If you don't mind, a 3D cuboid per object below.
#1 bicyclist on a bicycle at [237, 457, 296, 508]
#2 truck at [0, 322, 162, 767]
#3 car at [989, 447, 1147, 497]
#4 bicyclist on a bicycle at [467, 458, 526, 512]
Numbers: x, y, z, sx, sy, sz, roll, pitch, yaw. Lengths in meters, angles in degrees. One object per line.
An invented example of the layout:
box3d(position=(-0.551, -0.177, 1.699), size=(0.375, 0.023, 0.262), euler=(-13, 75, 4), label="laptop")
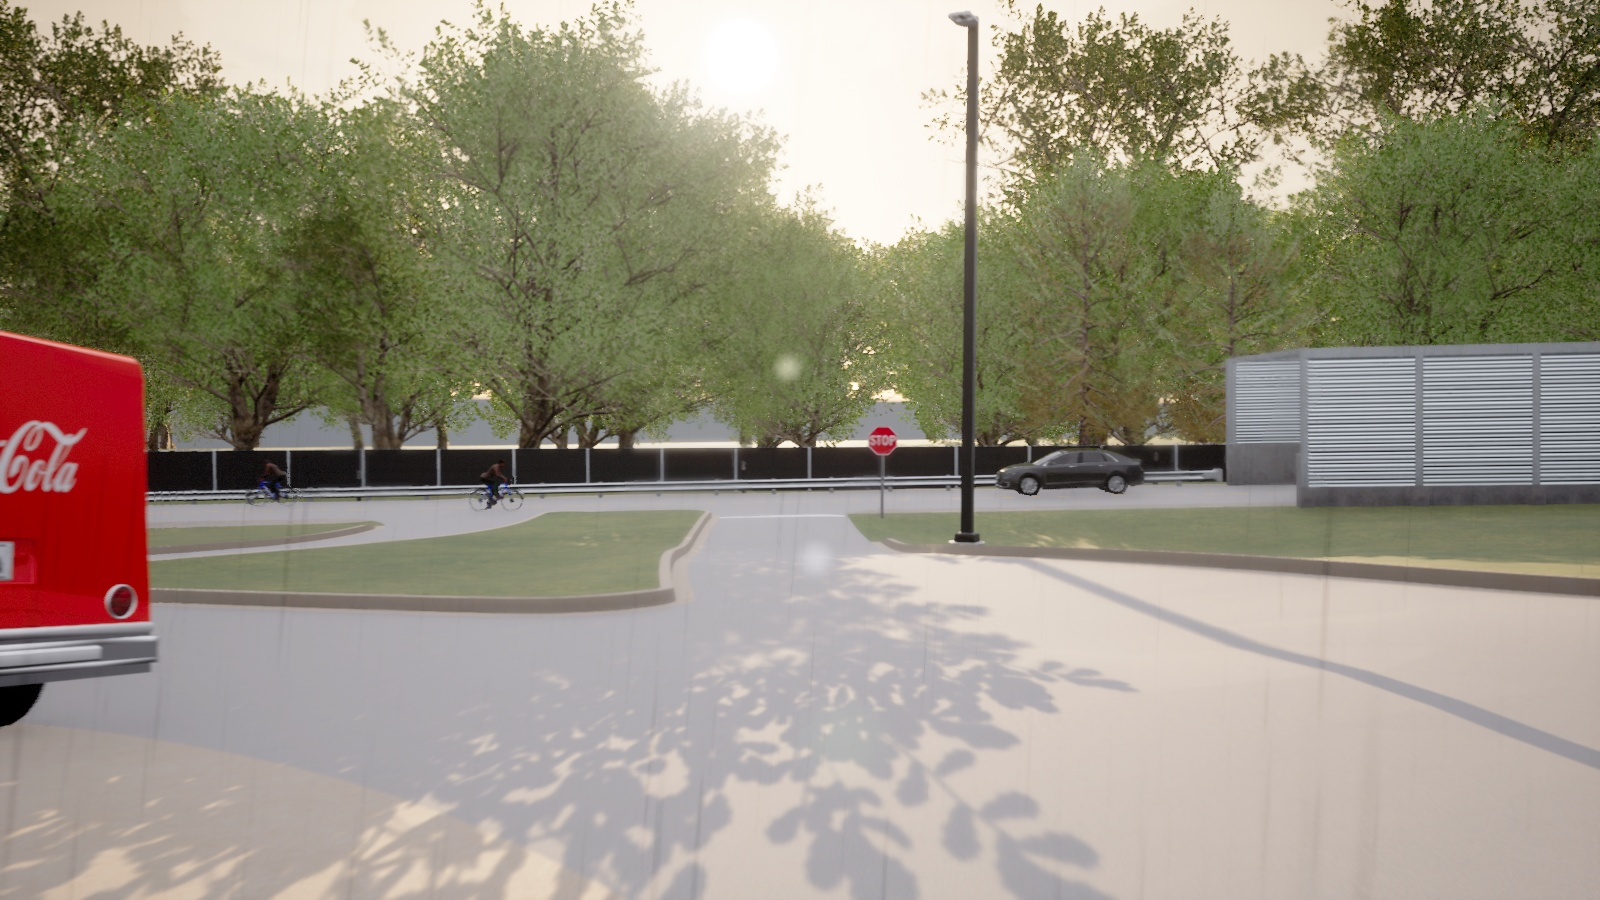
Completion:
box3d(position=(-17.766, 1.073, 41.861), size=(1.656, 1.620, 0.582), euler=(-1, 2, 0), label="bicyclist on a bicycle")
box3d(position=(-6.999, 0.590, 7.563), size=(5.204, 2.467, 2.627), euler=(-2, -6, 18), label="truck")
box3d(position=(8.920, 0.734, 42.006), size=(4.892, 1.490, 1.837), euler=(-1, 2, 1), label="car")
box3d(position=(-9.284, 1.072, 38.447), size=(1.656, 1.620, 0.582), euler=(0, 0, -1), label="bicyclist on a bicycle")
